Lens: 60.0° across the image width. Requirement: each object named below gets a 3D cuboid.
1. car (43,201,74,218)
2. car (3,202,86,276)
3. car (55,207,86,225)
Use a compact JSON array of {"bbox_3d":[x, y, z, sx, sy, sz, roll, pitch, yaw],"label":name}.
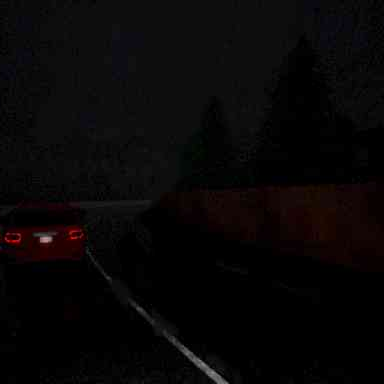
[{"bbox_3d":[-15.229,1.912,38.221,2.097,1.767,4.553,0,-1,-6],"label":"car"},{"bbox_3d":[-4.964,1.392,11.287,2.150,2.045,5.566,0,-1,-24],"label":"car"},{"bbox_3d":[-10.511,2.019,29.154,1.895,1.301,4.718,0,-1,-11],"label":"car"}]
